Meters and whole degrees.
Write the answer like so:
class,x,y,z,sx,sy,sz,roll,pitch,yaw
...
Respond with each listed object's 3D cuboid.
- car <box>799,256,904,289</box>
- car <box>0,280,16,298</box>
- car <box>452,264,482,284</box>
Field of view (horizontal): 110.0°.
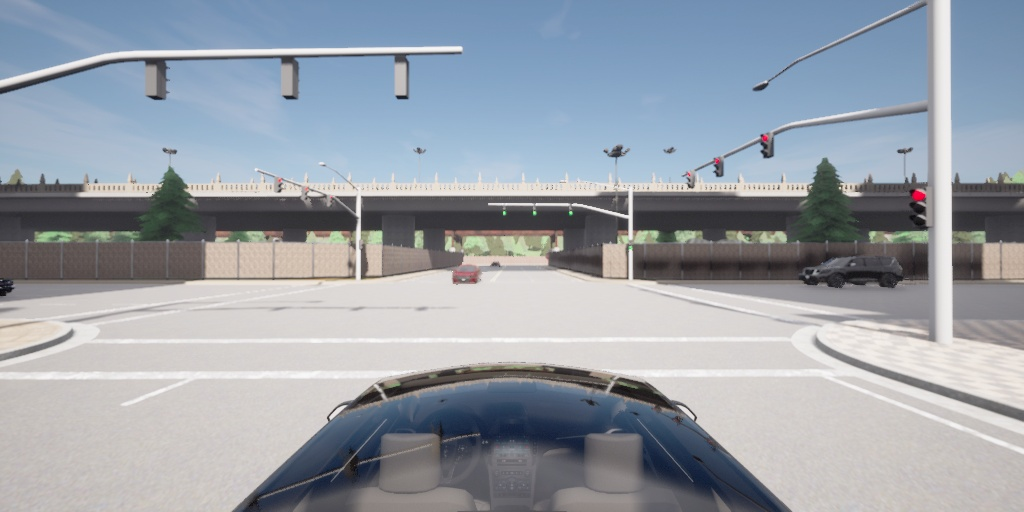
class,x,y,z,sx,sy,sz,roll,pitch,yaw
car,22.205,1.038,23.577,5.566,2.045,2.150,0,0,0
car,-26.320,1.378,16.544,4.718,1.301,1.895,0,0,0
car,-3.463,1.402,28.101,1.882,1.535,5.008,0,0,0
